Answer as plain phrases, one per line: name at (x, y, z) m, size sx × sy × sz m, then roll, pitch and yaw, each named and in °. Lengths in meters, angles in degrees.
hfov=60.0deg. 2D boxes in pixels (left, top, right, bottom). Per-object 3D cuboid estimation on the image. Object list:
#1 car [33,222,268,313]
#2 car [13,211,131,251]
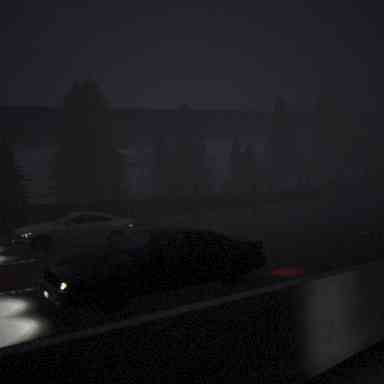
car at (-0.579, 1.543, 7.834) m, size 5.357 × 1.411 × 2.033 m, roll 0°, pitch 0°, yaw -35°
car at (-4.641, 1.521, 13.536) m, size 4.674 × 1.442 × 1.812 m, roll 0°, pitch 0°, yaw -35°
